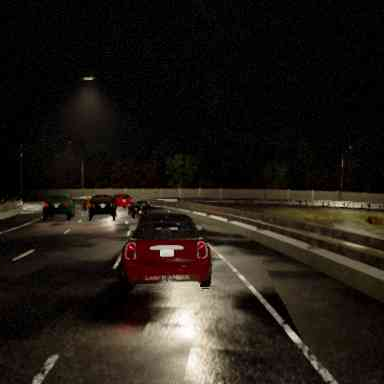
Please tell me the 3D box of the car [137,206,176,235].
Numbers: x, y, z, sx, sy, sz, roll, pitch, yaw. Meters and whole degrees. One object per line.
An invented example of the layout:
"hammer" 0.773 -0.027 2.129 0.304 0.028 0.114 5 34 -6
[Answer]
"car" -2.230 1.598 19.886 1.994 1.385 4.181 0 0 -11

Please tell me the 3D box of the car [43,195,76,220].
"car" -11.384 1.268 28.715 2.150 2.045 5.566 0 -1 -15

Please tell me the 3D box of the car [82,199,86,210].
"car" -13.232 1.560 43.609 1.882 1.535 5.008 0 0 -24

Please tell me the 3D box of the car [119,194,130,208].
"car" -9.436 1.298 43.746 2.150 2.045 5.566 0 0 -23

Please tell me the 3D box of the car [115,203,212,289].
"car" -0.738 1.367 9.410 2.097 1.767 4.553 0 0 -5

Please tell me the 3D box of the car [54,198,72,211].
"car" -16.607 1.588 42.613 1.837 1.490 4.892 0 0 -24

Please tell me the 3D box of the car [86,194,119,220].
"car" -7.776 1.273 28.834 2.150 2.045 5.566 0 0 -16

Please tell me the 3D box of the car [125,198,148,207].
"car" -4.900 1.560 31.180 1.837 1.490 4.892 0 0 -16
